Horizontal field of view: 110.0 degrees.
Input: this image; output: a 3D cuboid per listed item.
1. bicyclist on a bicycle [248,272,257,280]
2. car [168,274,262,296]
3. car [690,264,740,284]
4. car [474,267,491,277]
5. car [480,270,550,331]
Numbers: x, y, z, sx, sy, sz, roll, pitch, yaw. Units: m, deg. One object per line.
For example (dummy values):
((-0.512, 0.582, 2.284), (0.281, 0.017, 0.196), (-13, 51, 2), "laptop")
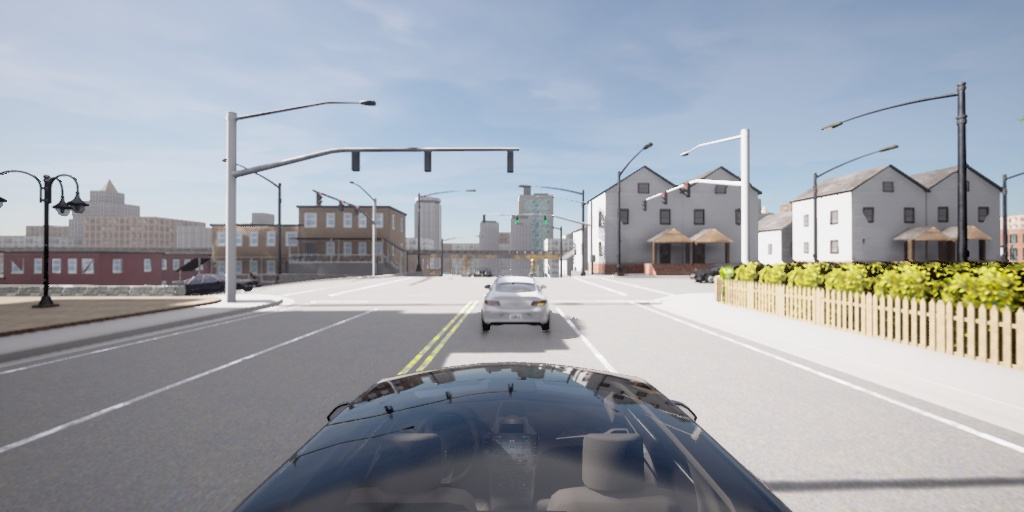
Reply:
((-25.570, 2.385, 35.344), (0.582, 1.620, 1.656), (-8, 0, 0), "bicyclist on a bicycle")
((-20.284, 1.935, 24.457), (5.357, 1.411, 2.033), (-5, 0, -1), "car")
((16.793, 1.394, 28.583), (4.892, 1.490, 1.837), (0, 0, -1), "car")
((-3.522, 2.384, 45.008), (2.150, 2.045, 5.566), (0, -9, 0), "car")
((0.113, 1.324, 11.089), (1.812, 1.442, 4.674), (0, 0, 1), "car")
